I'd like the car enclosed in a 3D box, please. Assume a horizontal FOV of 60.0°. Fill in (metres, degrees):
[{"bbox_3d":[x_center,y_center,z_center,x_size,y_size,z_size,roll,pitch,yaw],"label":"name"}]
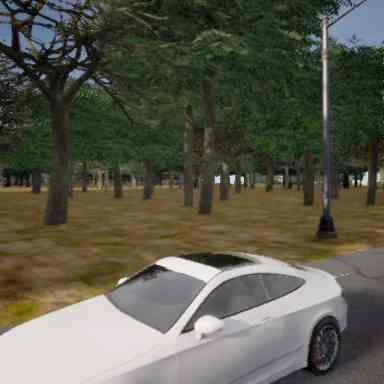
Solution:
[{"bbox_3d":[0.079,1.535,4.058,4.674,1.442,1.812,0,0,-36],"label":"car"}]
